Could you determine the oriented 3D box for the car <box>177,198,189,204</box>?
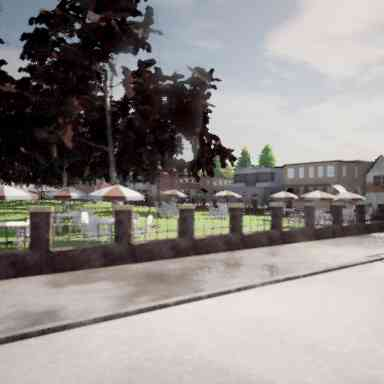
[{"bbox_3d":[-1.393,1.886,60.516,1.837,1.490,4.892,1,-1,-35],"label":"car"}]
